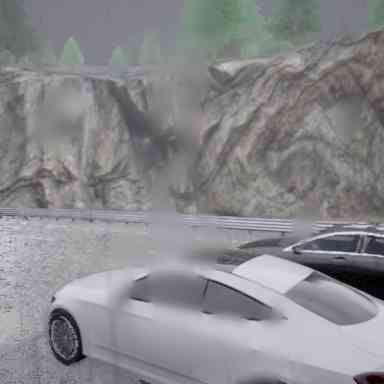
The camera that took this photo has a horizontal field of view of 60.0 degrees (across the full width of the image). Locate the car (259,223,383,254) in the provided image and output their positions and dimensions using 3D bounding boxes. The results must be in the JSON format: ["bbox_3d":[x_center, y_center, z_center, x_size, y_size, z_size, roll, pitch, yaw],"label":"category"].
[{"bbox_3d":[3.018,1.353,6.287,4.902,1.511,2.128,0,1,36],"label":"car"}]

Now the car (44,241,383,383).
[{"bbox_3d":[0.151,1.453,4.047,4.674,1.442,1.812,0,1,35],"label":"car"}]
